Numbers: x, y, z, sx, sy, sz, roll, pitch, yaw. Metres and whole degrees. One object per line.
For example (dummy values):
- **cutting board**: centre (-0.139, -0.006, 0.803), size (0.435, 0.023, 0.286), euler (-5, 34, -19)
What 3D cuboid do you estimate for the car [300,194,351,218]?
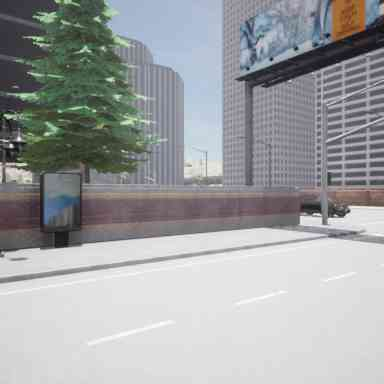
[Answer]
- **car**: centre (11.470, 1.222, 30.318), size (2.150, 2.045, 5.566), euler (0, 0, -33)
